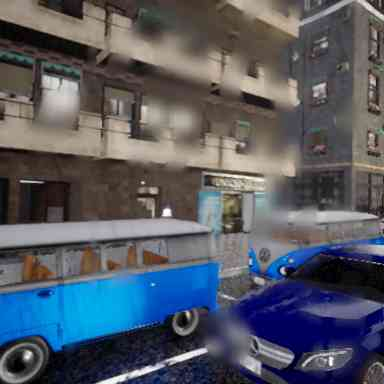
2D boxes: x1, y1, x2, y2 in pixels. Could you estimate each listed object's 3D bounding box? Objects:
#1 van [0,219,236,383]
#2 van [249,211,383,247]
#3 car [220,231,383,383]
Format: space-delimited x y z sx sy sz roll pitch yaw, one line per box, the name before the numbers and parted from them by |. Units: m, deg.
van | -1.441 1.355 5.036 3.998 1.788 1.690 1 2 -36
van | 3.166 1.399 8.332 3.998 1.788 1.690 1 2 -36
car | 2.512 1.563 4.861 4.674 1.442 1.812 1 0 -35
